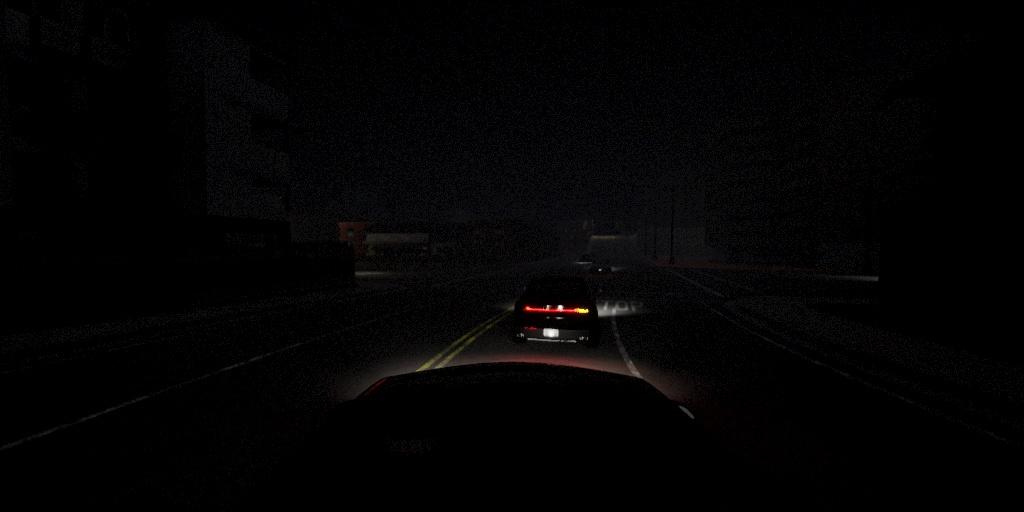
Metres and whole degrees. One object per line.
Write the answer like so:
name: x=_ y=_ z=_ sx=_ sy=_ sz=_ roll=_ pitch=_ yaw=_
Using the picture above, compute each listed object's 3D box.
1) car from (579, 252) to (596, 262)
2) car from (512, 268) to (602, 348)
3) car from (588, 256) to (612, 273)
car: x=12.261 y=0.290 z=59.292 sx=2.033 sy=1.411 sz=5.357 roll=0 pitch=2 yaw=17
car: x=1.259 y=1.239 z=9.380 sx=1.837 sy=1.490 sz=4.892 roll=0 pitch=0 yaw=12
car: x=9.047 y=0.967 z=36.193 sx=1.895 sy=1.301 sz=4.718 roll=1 pitch=2 yaw=17
